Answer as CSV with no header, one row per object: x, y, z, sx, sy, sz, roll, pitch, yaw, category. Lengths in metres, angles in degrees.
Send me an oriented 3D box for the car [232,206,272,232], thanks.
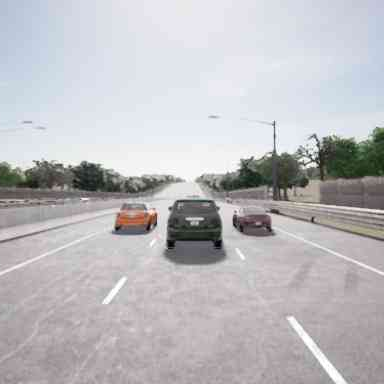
3.599,1.552,20.375,1.812,1.442,4.674,0,0,0,car

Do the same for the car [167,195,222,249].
0.099,1.229,14.781,2.150,2.045,5.566,0,0,0,car

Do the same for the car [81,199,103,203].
-14.069,1.725,48.897,2.033,1.411,5.357,0,0,0,car

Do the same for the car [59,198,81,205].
-17.567,1.746,49.536,1.994,1.385,4.181,0,-1,0,car

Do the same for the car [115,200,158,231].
-3.401,1.382,21.100,2.097,1.767,4.553,0,0,0,car

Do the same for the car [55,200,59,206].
-21.044,1.719,55.328,2.128,1.511,4.902,0,0,1,car

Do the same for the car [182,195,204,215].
0.099,1.325,36.349,2.150,2.045,5.566,0,0,0,car
